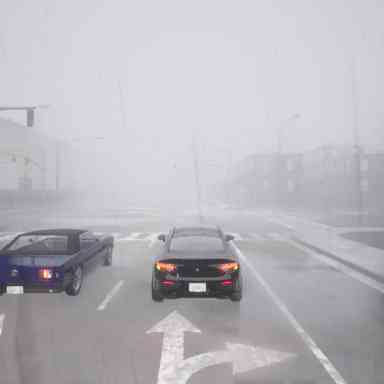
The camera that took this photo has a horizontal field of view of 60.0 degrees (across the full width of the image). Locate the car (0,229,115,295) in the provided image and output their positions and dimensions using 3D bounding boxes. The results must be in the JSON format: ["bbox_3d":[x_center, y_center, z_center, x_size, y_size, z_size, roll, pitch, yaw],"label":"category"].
[{"bbox_3d":[-3.397,1.601,8.633,1.895,1.301,4.718,0,0,0],"label":"car"}]

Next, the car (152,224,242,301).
[{"bbox_3d":[0.101,1.526,8.200,1.812,1.442,4.674,0,0,0],"label":"car"}]
